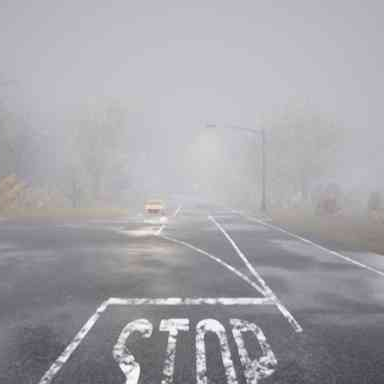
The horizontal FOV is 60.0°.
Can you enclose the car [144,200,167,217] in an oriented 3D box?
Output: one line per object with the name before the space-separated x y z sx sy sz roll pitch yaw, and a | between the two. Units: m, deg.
car | -3.534 1.546 32.880 1.882 1.535 5.008 0 0 0
